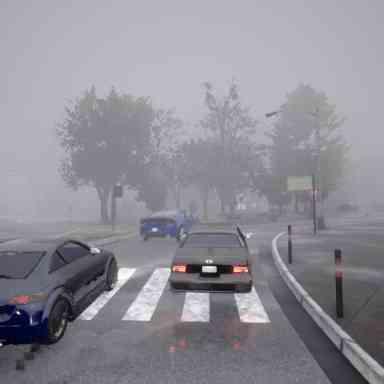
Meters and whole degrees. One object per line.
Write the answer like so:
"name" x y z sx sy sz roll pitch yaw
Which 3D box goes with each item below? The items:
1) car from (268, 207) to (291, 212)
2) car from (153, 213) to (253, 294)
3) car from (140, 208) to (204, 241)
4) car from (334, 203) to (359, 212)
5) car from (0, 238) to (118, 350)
"car" 19.179 4.002 73.368 4.718 1.301 1.895 -4 -6 41
"car" 0.610 1.543 8.972 2.033 1.411 5.357 -1 0 6
"car" -0.948 1.599 17.136 1.882 1.535 5.008 -1 -2 16
"car" 25.799 2.599 55.667 1.837 1.490 4.892 1 -4 -7
"car" -2.853 1.578 6.421 1.994 1.385 4.181 0 0 3
